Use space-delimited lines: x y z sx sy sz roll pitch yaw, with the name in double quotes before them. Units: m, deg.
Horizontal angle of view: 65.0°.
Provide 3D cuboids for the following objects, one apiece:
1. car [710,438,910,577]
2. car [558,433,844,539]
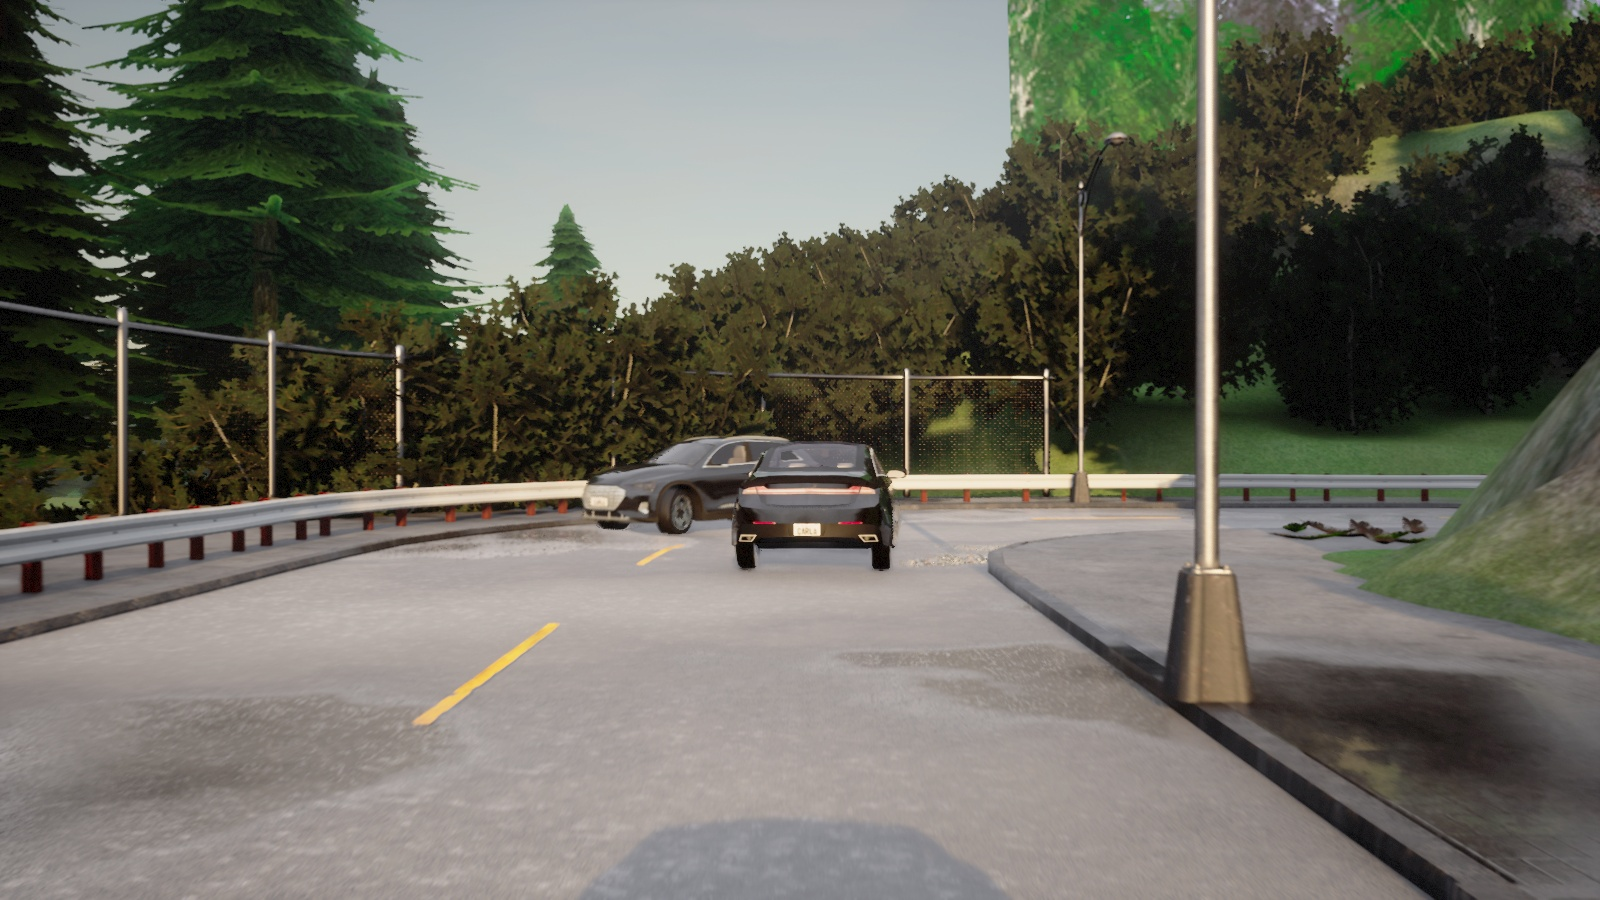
"car" 0.313 0.613 16.163 2.128 1.511 4.902 0 0 6
"car" -1.617 0.553 21.960 2.033 1.649 4.856 0 0 44
